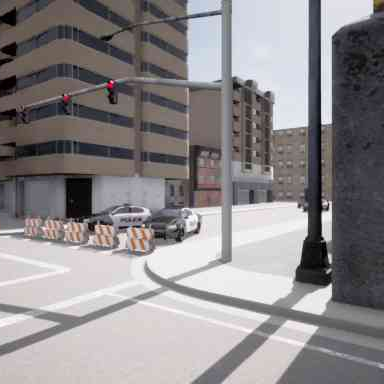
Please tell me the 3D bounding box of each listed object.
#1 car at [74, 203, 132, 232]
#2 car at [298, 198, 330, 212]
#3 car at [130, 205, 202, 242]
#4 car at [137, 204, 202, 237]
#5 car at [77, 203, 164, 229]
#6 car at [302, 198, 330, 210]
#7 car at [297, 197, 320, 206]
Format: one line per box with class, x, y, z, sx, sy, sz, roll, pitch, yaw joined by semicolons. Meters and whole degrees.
car;-4.142;1.453;19.238;4.974;1.542;2.038;0;0;-29
car;14.326;1.453;38.329;2.038;1.542;4.974;0;0;36
car;-0.949;1.453;16.553;2.038;1.542;4.974;0;0;16
car;-0.936;1.295;16.603;1.853;1.218;4.536;0;0;16
car;-4.097;1.295;19.264;4.536;1.218;1.853;0;0;-29
car;14.356;1.295;38.371;1.853;1.218;4.536;0;0;36
car;16.564;1.295;47.289;1.853;1.218;4.536;0;0;36
